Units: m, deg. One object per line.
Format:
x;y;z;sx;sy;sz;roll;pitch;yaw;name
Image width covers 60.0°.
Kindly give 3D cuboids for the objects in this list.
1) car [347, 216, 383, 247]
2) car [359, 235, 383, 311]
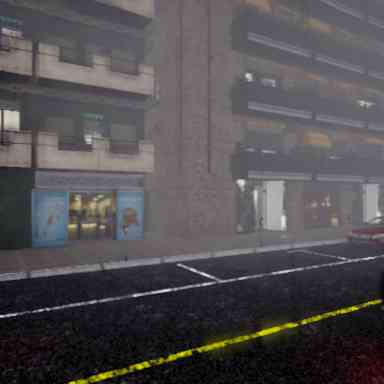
8.626;1.713;14.540;4.206;1.307;1.802;0;0;-30;car
5.467;1.556;6.063;4.892;1.490;1.837;0;-1;-30;car
